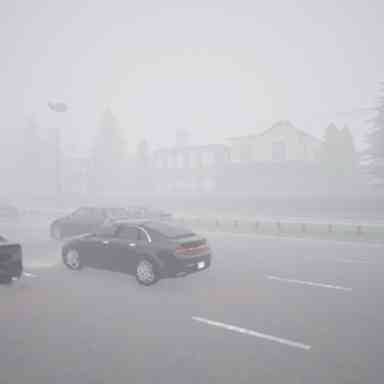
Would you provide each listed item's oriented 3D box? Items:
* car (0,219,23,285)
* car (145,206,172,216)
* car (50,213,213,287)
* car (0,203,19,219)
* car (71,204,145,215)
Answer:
[{"bbox_3d":[-6.299,1.542,8.478,5.008,1.535,1.882,0,0,35],"label":"car"},{"bbox_3d":[-3.256,1.580,19.203,4.902,1.511,2.128,0,0,35],"label":"car"},{"bbox_3d":[-1.741,1.549,9.530,4.892,1.490,1.837,0,0,35],"label":"car"},{"bbox_3d":[-17.094,1.690,29.061,4.902,1.511,2.128,0,0,35],"label":"car"},{"bbox_3d":[-4.785,1.436,15.995,4.553,1.767,2.097,0,0,35],"label":"car"}]
